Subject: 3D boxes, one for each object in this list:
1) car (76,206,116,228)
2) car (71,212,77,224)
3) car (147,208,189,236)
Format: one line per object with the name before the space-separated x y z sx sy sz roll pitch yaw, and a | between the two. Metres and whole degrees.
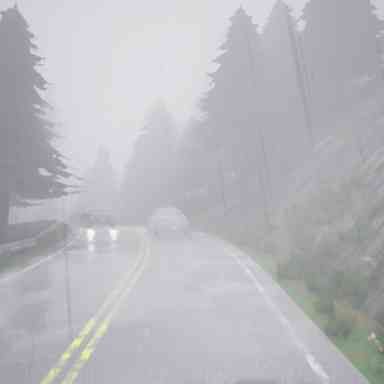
car | -6.853 1.780 24.083 1.837 1.490 4.892 3 -4 -26
car | -11.518 2.726 36.614 2.150 2.045 5.566 5 -10 -44
car | -1.416 1.637 18.857 1.812 1.442 4.674 1 -2 -14
